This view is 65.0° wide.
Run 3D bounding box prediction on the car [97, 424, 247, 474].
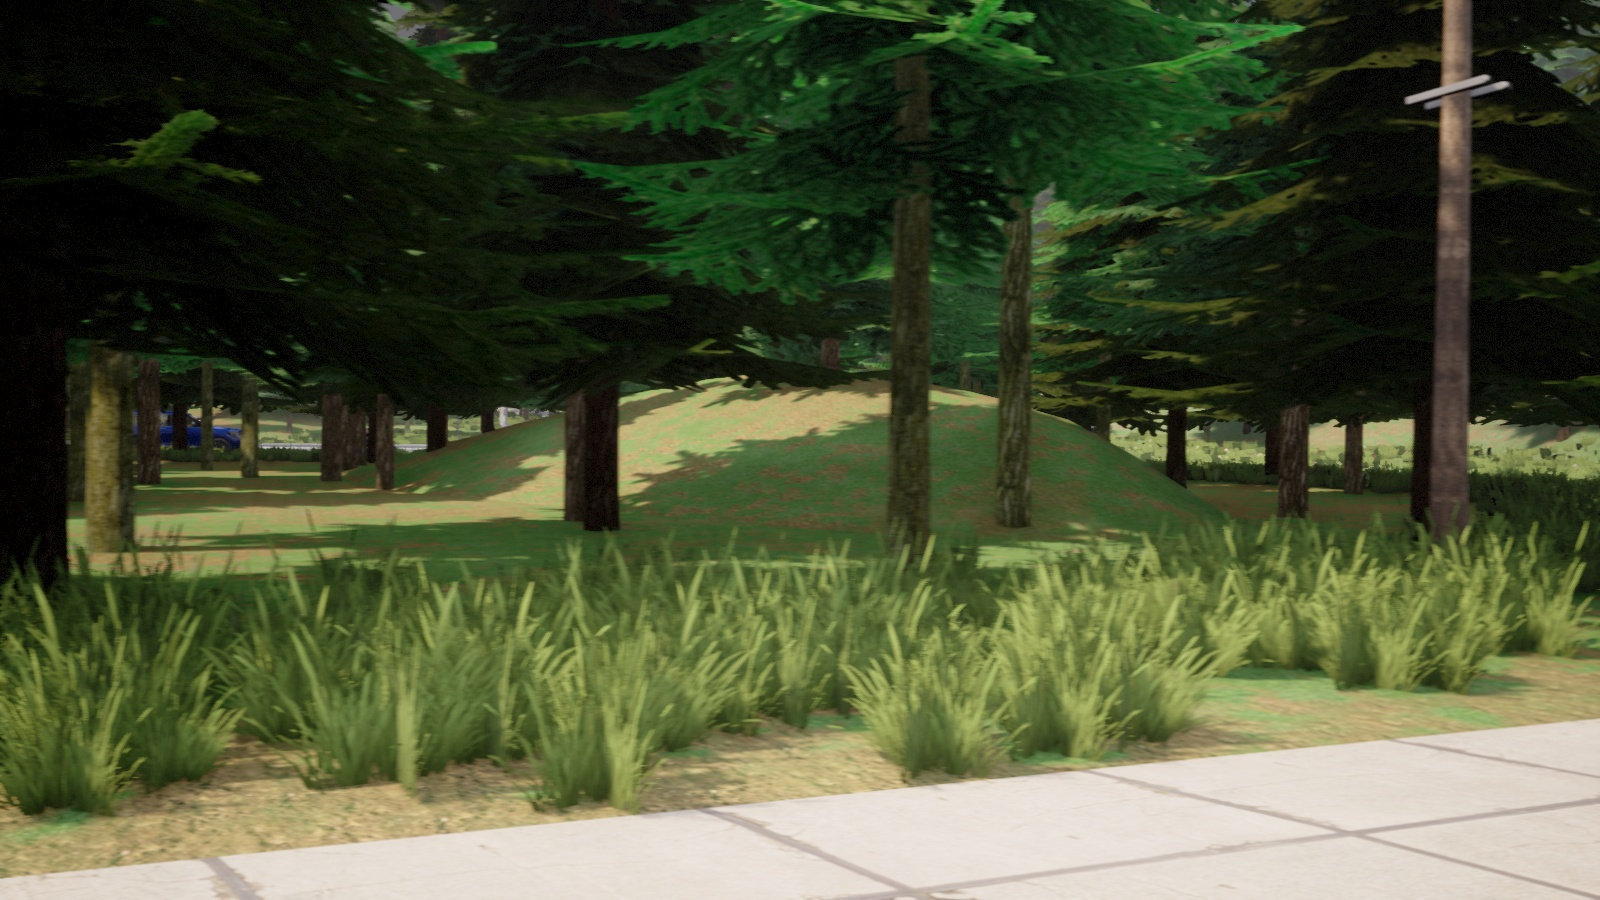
[{"bbox_3d":[-26.812,-0.068,53.867,5.566,2.045,2.150,-1,1,-21],"label":"car"}]
